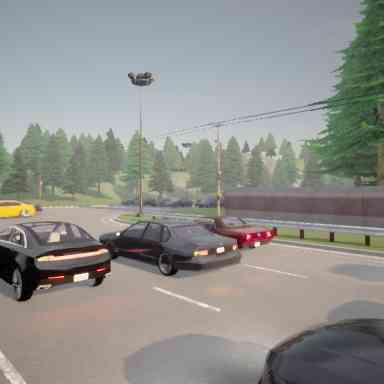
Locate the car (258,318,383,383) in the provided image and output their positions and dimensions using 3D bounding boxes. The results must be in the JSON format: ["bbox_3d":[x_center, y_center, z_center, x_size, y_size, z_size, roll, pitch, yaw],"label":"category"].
[{"bbox_3d":[2.604,1.505,1.673,1.837,1.490,4.892,0,0,-43],"label":"car"}]

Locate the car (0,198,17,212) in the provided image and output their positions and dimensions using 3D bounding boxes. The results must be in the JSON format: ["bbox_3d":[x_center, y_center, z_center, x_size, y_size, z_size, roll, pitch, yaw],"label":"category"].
[{"bbox_3d":[-22.312,1.504,36.805,4.892,1.490,1.837,0,0,-43],"label":"car"}]

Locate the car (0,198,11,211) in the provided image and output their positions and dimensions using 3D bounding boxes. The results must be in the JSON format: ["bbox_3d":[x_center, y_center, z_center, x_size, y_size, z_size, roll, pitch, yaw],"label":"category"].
[{"bbox_3d":[-24.482,1.505,39.567,4.892,1.490,1.837,0,0,-43],"label":"car"}]

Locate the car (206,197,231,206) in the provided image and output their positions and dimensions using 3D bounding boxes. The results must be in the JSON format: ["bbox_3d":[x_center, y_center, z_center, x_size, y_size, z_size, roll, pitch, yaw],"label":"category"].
[{"bbox_3d":[4.508,1.562,56.912,4.181,1.385,1.994,0,0,-43],"label":"car"}]

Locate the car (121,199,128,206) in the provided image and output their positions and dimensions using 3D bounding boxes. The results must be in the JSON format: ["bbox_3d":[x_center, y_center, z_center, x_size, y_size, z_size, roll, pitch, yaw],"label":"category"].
[{"bbox_3d":[-9.180,1.502,53.769,4.892,1.490,1.837,-1,1,-43],"label":"car"}]

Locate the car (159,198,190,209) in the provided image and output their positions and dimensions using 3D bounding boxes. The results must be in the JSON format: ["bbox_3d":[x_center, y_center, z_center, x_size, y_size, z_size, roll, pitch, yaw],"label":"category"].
[{"bbox_3d":[-1.808,1.526,46.270,4.674,1.442,1.812,-1,0,-42],"label":"car"}]

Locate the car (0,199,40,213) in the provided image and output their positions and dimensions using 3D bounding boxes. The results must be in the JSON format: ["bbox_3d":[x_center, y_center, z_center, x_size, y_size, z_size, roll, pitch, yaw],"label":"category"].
[{"bbox_3d":[-16.064,1.477,28.279,5.008,1.535,1.882,0,0,-43],"label":"car"}]

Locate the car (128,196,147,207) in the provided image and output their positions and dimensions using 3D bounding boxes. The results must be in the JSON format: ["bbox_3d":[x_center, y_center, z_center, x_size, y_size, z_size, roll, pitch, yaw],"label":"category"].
[{"bbox_3d":[-6.728,1.488,51.272,4.902,1.511,2.128,-1,0,-43],"label":"car"}]

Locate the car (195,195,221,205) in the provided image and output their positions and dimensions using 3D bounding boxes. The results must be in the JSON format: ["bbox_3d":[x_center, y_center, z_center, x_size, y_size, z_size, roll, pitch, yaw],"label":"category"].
[{"bbox_3d":[2.965,1.352,60.247,4.553,1.767,2.097,0,0,-43],"label":"car"}]

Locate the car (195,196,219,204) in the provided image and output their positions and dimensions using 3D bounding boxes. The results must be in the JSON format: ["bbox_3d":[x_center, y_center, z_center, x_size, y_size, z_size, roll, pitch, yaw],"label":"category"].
[{"bbox_3d":[3.002,1.505,65.018,4.892,1.490,1.837,0,0,-42],"label":"car"}]

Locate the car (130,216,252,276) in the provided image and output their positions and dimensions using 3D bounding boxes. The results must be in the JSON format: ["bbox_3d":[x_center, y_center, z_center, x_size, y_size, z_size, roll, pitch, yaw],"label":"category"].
[{"bbox_3d":[-0.974,1.547,10.445,2.033,1.411,5.357,0,0,-43],"label":"car"}]

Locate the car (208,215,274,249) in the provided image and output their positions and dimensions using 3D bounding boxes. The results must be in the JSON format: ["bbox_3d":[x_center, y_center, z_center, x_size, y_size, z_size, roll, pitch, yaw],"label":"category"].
[{"bbox_3d":[0.848,1.601,13.638,1.895,1.301,4.718,0,0,-43],"label":"car"}]

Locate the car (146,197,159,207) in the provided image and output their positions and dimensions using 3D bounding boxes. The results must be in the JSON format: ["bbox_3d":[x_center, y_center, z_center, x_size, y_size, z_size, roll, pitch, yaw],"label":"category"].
[{"bbox_3d":[-4.056,1.564,48.977,4.181,1.385,1.994,0,0,-43],"label":"car"}]

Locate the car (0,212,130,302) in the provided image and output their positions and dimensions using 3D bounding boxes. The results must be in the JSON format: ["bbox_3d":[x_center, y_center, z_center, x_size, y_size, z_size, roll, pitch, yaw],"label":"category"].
[{"bbox_3d":[-3.869,1.491,8.427,2.128,1.511,4.902,0,0,-43],"label":"car"}]

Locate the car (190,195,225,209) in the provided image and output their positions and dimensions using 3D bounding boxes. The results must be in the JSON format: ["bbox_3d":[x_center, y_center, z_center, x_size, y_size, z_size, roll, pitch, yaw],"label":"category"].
[{"bbox_3d":[2.732,1.547,45.727,5.357,1.411,2.033,0,0,-43],"label":"car"}]

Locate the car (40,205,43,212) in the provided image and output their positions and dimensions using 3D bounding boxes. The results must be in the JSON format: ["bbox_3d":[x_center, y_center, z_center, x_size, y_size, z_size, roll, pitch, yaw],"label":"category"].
[{"bbox_3d":[-17.290,1.547,31.915,5.357,1.411,2.033,0,0,-43],"label":"car"}]
